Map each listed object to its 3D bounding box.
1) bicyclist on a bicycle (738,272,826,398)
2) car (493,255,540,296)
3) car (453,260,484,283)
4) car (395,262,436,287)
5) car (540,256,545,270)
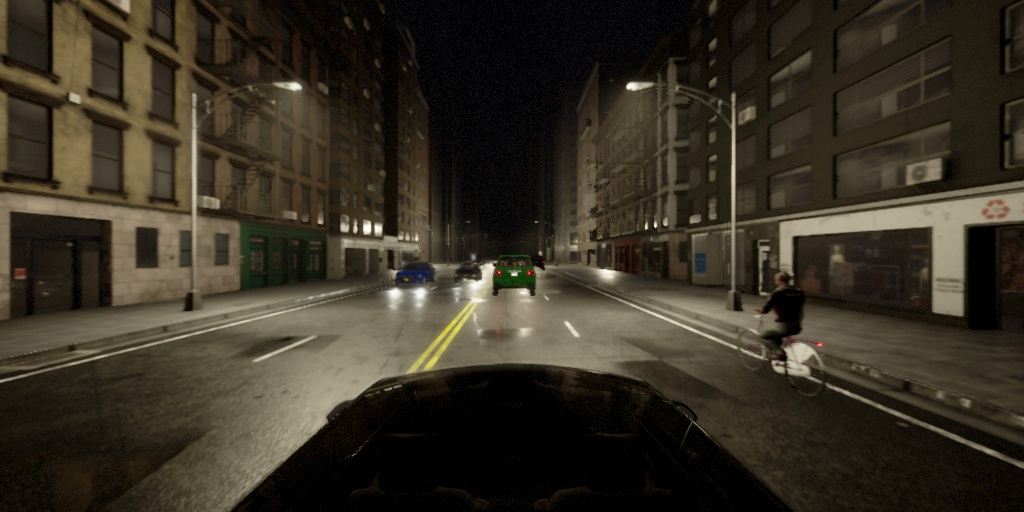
[{"bbox_3d":[4.146,1.122,5.678,0.659,1.776,1.843,0,0,0],"label":"bicyclist on a bicycle"},{"bbox_3d":[0.115,0.966,19.602,2.150,2.045,5.566,0,0,0],"label":"car"},{"bbox_3d":[-3.327,1.285,28.084,2.033,1.411,5.357,0,0,0],"label":"car"},{"bbox_3d":[-6.578,1.215,24.883,1.882,1.535,5.008,0,0,0],"label":"car"},{"bbox_3d":[3.391,0.947,50.797,2.150,2.045,5.566,0,0,0],"label":"car"}]
